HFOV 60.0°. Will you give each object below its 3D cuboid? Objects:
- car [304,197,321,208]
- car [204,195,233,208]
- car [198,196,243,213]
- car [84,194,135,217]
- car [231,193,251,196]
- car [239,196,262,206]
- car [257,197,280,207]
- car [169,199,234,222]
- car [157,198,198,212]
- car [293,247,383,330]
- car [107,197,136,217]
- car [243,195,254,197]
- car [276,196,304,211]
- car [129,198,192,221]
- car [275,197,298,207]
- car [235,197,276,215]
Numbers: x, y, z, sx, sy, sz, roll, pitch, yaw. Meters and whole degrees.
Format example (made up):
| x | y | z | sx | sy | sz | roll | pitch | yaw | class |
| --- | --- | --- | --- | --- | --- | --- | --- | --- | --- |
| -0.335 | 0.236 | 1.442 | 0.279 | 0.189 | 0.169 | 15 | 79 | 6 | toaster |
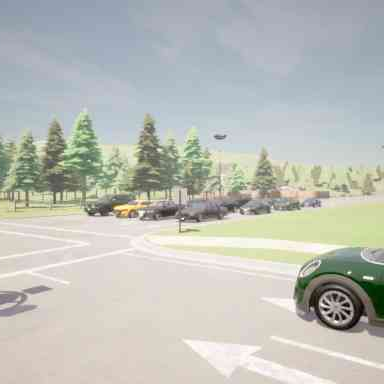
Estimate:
| x | y | z | sx | sy | sz | roll | pitch | yaw | class |
| --- | --- | --- | --- | --- | --- | --- | --- | --- | --- |
| 17.724 | 1.526 | 49.228 | 1.812 | 1.442 | 4.674 | 0 | 0 | 37 | car |
| 3.948 | 1.352 | 48.240 | 2.097 | 1.767 | 4.553 | 0 | 0 | 36 | car |
| 3.077 | 1.478 | 35.226 | 1.882 | 1.535 | 5.008 | 0 | 0 | 36 | car |
| -7.705 | 1.221 | 32.357 | 2.150 | 2.045 | 5.566 | 0 | 0 | 36 | car |
| 6.426 | 1.221 | 45.706 | 2.150 | 2.045 | 5.566 | 0 | 0 | 36 | car |
| 9.986 | 1.478 | 56.417 | 1.882 | 1.535 | 5.008 | 0 | 0 | 37 | car |
| 12.398 | 1.564 | 53.796 | 1.994 | 1.385 | 4.181 | 0 | 0 | 37 | car |
| 0.906 | 1.547 | 26.346 | 2.033 | 1.411 | 5.357 | 0 | 0 | 36 | car |
| -1.687 | 1.547 | 40.564 | 2.033 | 1.411 | 5.357 | 0 | 0 | 36 | car |
| 4.059 | 1.352 | 5.394 | 4.553 | 1.767 | 2.097 | 0 | 0 | 35 | car |
| -4.872 | 1.478 | 30.303 | 1.882 | 1.535 | 5.008 | 0 | 0 | 36 | car |
| 8.657 | 1.491 | 42.830 | 2.128 | 1.511 | 4.902 | 0 | 0 | 36 | car |
| 11.812 | 1.352 | 41.210 | 2.097 | 1.767 | 4.553 | 0 | 0 | 36 | car |
| -2.482 | 1.491 | 27.645 | 2.128 | 1.511 | 4.902 | 0 | 0 | 36 | car |
| 14.549 | 1.526 | 50.824 | 1.812 | 1.442 | 4.674 | 0 | 0 | 37 | car |
| 6.585 | 1.526 | 34.072 | 1.812 | 1.442 | 4.674 | 0 | 0 | 36 | car |
